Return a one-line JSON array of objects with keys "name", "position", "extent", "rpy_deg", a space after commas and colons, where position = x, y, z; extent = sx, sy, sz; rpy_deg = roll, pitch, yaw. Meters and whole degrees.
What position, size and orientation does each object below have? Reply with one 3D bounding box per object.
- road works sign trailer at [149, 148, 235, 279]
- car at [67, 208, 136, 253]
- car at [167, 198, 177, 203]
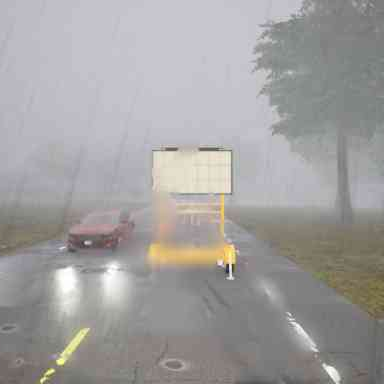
[{"name": "road works sign trailer", "position": [0.002, 0.478, 10.019], "extent": [2.380, 3.560, 2.880], "rpy_deg": [0, 0, 0]}, {"name": "car", "position": [-3.613, 1.503, 14.048], "extent": [1.882, 1.535, 5.008], "rpy_deg": [0, 0, 0]}, {"name": "car", "position": [-4.043, 2.044, 69.620], "extent": [1.812, 1.442, 4.674], "rpy_deg": [0, -1, -1]}]
